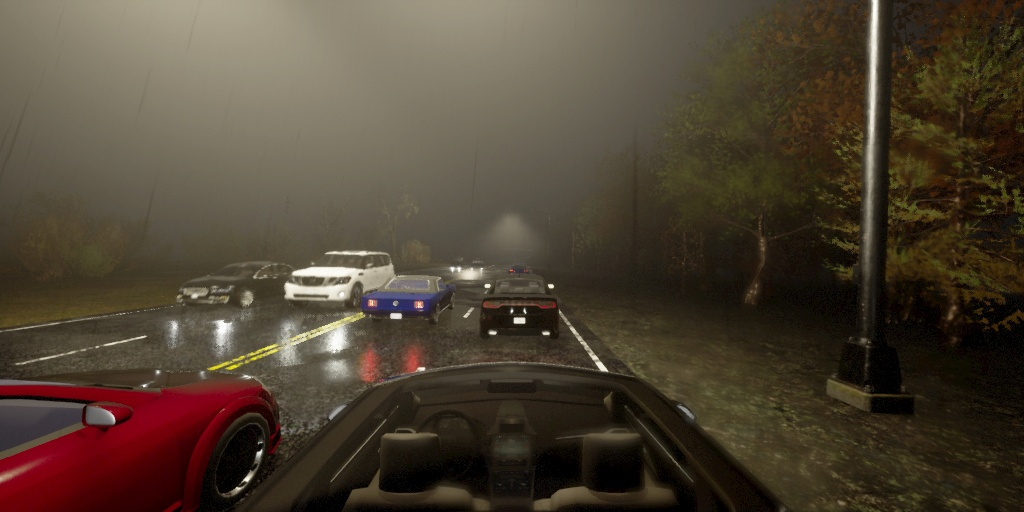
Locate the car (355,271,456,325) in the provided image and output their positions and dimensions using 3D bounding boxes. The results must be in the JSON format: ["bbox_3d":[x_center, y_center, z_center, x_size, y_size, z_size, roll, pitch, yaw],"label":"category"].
[{"bbox_3d":[-3.014,1.281,11.575,1.895,1.301,4.718,2,0,0],"label":"car"}]

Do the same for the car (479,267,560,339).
[{"bbox_3d":[0.203,1.235,10.163,1.882,1.535,5.008,0,0,1],"label":"car"}]

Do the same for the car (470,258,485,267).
[{"bbox_3d":[-5.503,1.116,58.841,1.812,1.442,4.674,2,0,1],"label":"car"}]

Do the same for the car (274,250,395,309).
[{"bbox_3d":[-6.418,0.796,14.269,2.150,2.045,5.566,2,0,1],"label":"car"}]

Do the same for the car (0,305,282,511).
[{"bbox_3d":[-3.141,1.241,1.621,1.994,1.385,4.181,2,0,1],"label":"car"}]

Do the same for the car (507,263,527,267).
[{"bbox_3d":[0.533,1.297,30.611,1.812,1.442,4.674,1,0,0],"label":"car"}]

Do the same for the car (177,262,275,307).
[{"bbox_3d":[-9.686,0.980,13.419,1.837,1.490,4.892,2,0,1],"label":"car"}]

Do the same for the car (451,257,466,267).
[{"bbox_3d":[-8.750,0.968,58.912,2.128,1.511,4.902,2,0,1],"label":"car"}]
